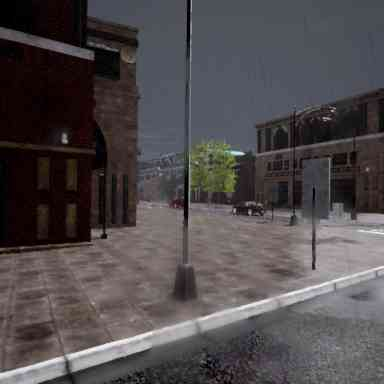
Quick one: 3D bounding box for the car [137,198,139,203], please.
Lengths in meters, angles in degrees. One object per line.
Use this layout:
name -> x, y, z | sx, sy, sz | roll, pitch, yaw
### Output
car -> -12.227, 1.672, 68.993 | 1.802, 1.307, 4.206 | 1, -1, -27

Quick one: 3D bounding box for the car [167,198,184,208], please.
car -> -2.191, 1.628, 49.300 | 1.887, 1.381, 4.507 | 1, -1, -27

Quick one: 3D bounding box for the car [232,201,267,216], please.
car -> 5.761, 1.628, 33.759 | 2.008, 1.369, 4.403 | 1, -1, -27
